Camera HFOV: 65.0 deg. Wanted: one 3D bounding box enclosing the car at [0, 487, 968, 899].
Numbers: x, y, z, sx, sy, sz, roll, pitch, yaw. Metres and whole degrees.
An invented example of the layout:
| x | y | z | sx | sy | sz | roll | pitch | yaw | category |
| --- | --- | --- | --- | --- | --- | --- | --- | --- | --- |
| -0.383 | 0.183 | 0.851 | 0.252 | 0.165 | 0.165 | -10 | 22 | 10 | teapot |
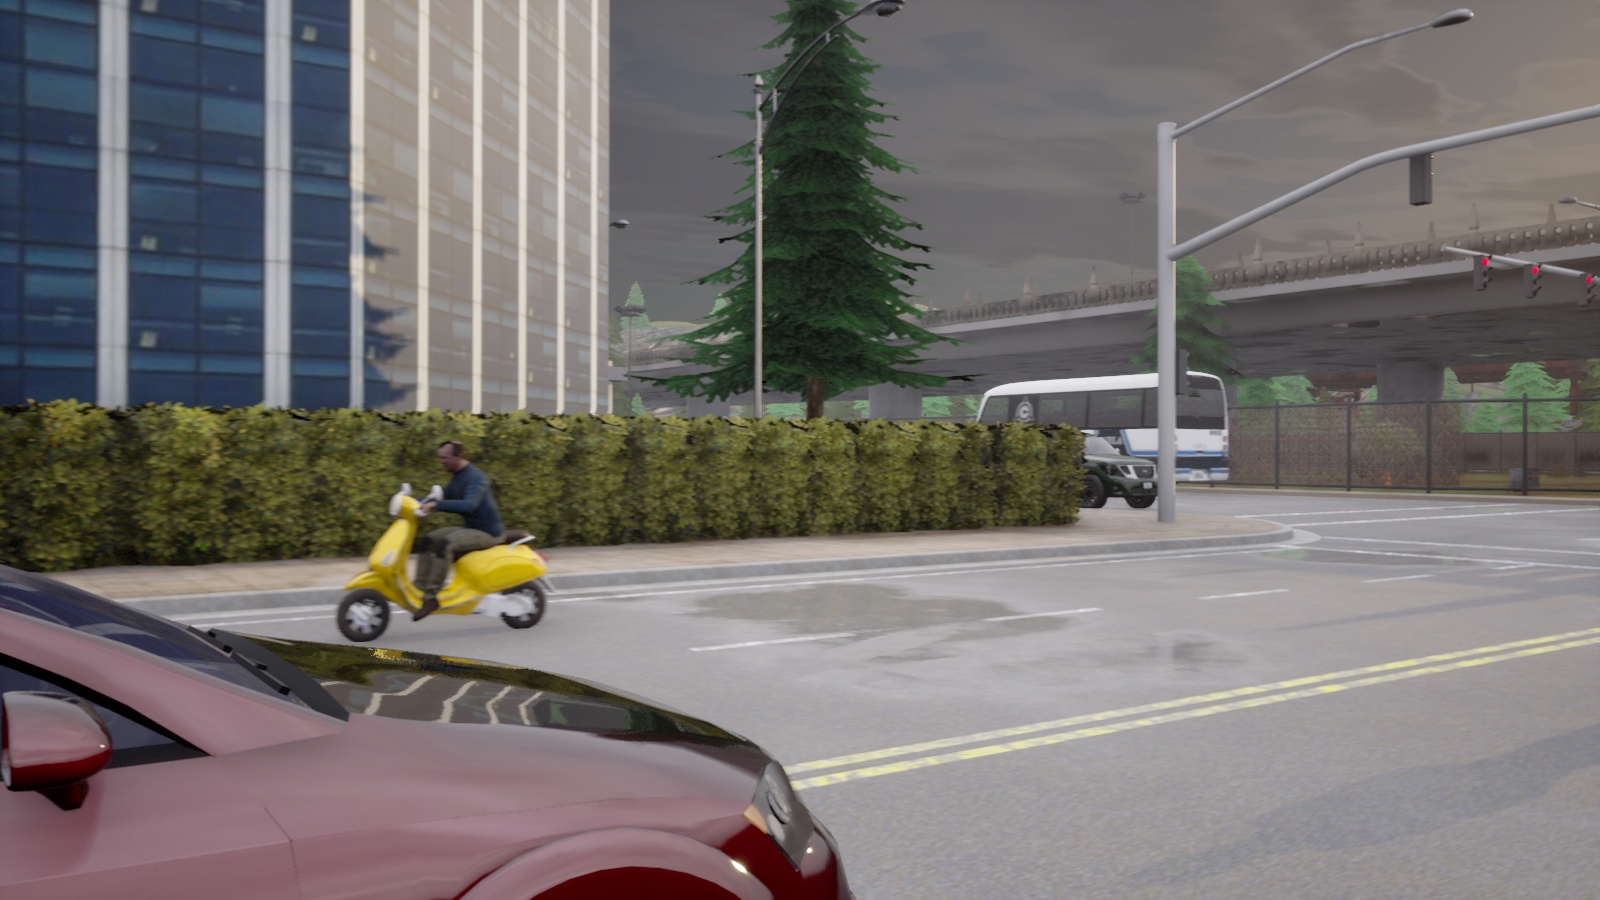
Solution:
| x | y | z | sx | sy | sz | roll | pitch | yaw | category |
| --- | --- | --- | --- | --- | --- | --- | --- | --- | --- |
| -1.926 | 0.818 | 2.318 | 4.181 | 1.385 | 1.994 | 0 | 0 | -35 | car |

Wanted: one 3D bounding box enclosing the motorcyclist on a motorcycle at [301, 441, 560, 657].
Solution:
| x | y | z | sx | sy | sz | roll | pitch | yaw | category |
| --- | --- | --- | --- | --- | --- | --- | --- | --- | --- |
| -2.963 | 0.729 | 10.125 | 1.817 | 1.590 | 0.866 | 0 | 0 | -35 | motorcyclist on a motorcycle |

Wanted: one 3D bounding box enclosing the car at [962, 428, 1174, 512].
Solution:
| x | y | z | sx | sy | sz | roll | pitch | yaw | category |
| --- | --- | --- | --- | --- | --- | --- | --- | --- | --- |
| 7.023 | 0.470 | 33.580 | 2.150 | 2.045 | 5.566 | 0 | 1 | -35 | car |

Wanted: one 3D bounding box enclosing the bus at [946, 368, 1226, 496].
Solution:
| x | y | z | sx | sy | sz | roll | pitch | yaw | category |
| --- | --- | --- | --- | --- | --- | --- | --- | --- | --- |
| 10.398 | -0.593 | 47.142 | 3.944 | 4.253 | 10.273 | 0 | 0 | -35 | bus |
